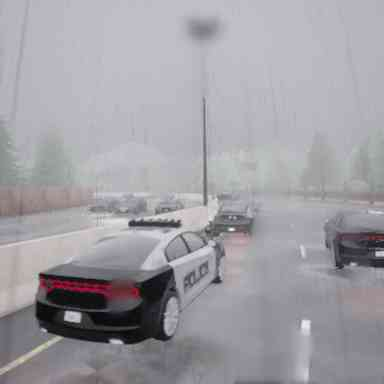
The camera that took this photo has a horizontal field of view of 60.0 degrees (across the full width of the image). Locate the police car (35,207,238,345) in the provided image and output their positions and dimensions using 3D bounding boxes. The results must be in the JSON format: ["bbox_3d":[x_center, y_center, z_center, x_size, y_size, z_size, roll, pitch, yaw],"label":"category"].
[{"bbox_3d":[-0.657,1.353,6.698,1.930,1.638,5.238,-1,1,20],"label":"police car"}]

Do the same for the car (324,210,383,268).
[{"bbox_3d":[5.227,1.277,10.218,1.882,1.535,5.008,-1,1,18],"label":"car"}]

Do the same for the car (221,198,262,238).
[{"bbox_3d":[2.242,1.273,16.222,1.837,1.490,4.892,-1,1,14],"label":"car"}]

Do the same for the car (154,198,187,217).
[{"bbox_3d":[-1.759,1.240,28.225,1.994,1.385,4.181,-1,1,7],"label":"car"}]

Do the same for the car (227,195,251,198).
[{"bbox_3d":[3.541,1.181,22.121,1.837,1.490,4.892,-1,1,11],"label":"car"}]

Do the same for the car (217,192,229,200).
[{"bbox_3d":[5.391,0.700,56.546,1.882,1.535,5.008,-1,1,-11],"label":"car"}]

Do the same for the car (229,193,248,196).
[{"bbox_3d":[6.366,0.935,42.134,2.033,1.411,5.357,-1,1,-1],"label":"car"}]
